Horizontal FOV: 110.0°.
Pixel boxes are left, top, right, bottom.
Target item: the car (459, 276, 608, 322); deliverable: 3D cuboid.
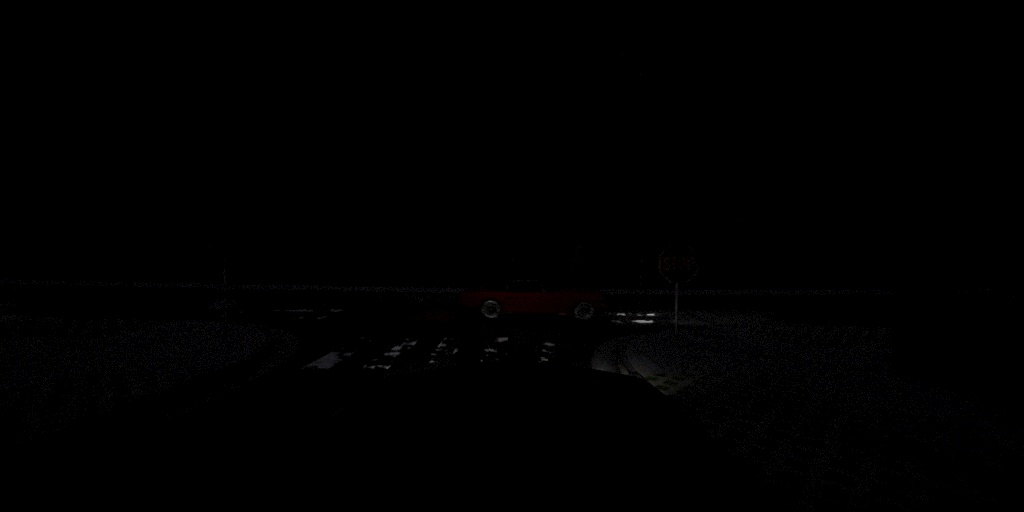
[{"bbox_3d":[0.708,1.344,11.982,4.718,1.301,1.895,1,1,0],"label":"car"}]
